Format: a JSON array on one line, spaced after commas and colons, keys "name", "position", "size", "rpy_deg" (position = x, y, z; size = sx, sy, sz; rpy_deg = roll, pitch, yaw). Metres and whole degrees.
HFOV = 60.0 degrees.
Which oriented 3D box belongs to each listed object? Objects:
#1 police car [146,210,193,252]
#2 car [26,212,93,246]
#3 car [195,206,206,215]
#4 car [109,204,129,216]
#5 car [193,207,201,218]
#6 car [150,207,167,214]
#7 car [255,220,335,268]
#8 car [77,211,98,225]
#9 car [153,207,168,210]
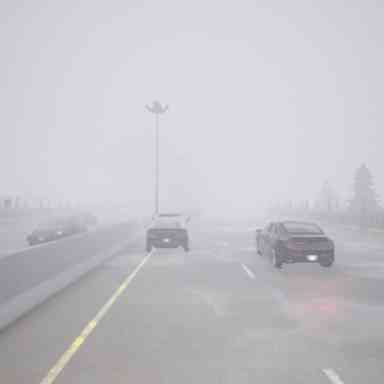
[{"name": "police car", "position": [-1.051, 1.861, 16.197], "size": [1.930, 1.638, 5.238], "rpy_deg": [0, -2, 0]}, {"name": "car", "position": [-7.101, 2.027, 18.021], "size": [1.812, 1.442, 4.674], "rpy_deg": [0, -2, 0]}, {"name": "car", "position": [1.355, 3.502, 63.831], "size": [2.097, 1.767, 4.553], "rpy_deg": [0, -2, 11]}, {"name": "car", "position": [-13.214, 3.271, 60.517], "size": [2.150, 2.045, 5.566], "rpy_deg": [0, -2, 7]}, {"name": "car", "position": [0.038, 3.260, 50.022], "size": [1.895, 1.301, 4.718], "rpy_deg": [0, -2, 2]}, {"name": "car", "position": [-7.288, 3.987, 73.313], "size": [2.128, 1.511, 4.902], "rpy_deg": [-1, -2, 14]}, {"name": "car", "position": [3.599, 1.801, 12.372], "size": [1.837, 1.490, 4.892], "rpy_deg": [0, -2, 0]}, {"name": "car", "position": [-10.600, 2.558, 32.119], "size": [2.033, 1.411, 5.357], "rpy_deg": [0, -2, 0]}, {"name": "car", "position": [-5.624, 3.672, 64.265], "size": [2.128, 1.511, 4.902], "rpy_deg": [0, -2, 9]}]
